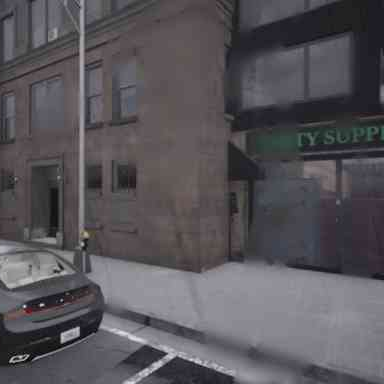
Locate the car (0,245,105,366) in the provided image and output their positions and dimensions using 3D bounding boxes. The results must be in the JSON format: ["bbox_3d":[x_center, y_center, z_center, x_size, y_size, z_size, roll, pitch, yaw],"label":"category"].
[{"bbox_3d":[-3.297,1.548,5.428,4.403,1.369,2.008,0,0,35],"label":"car"}]
